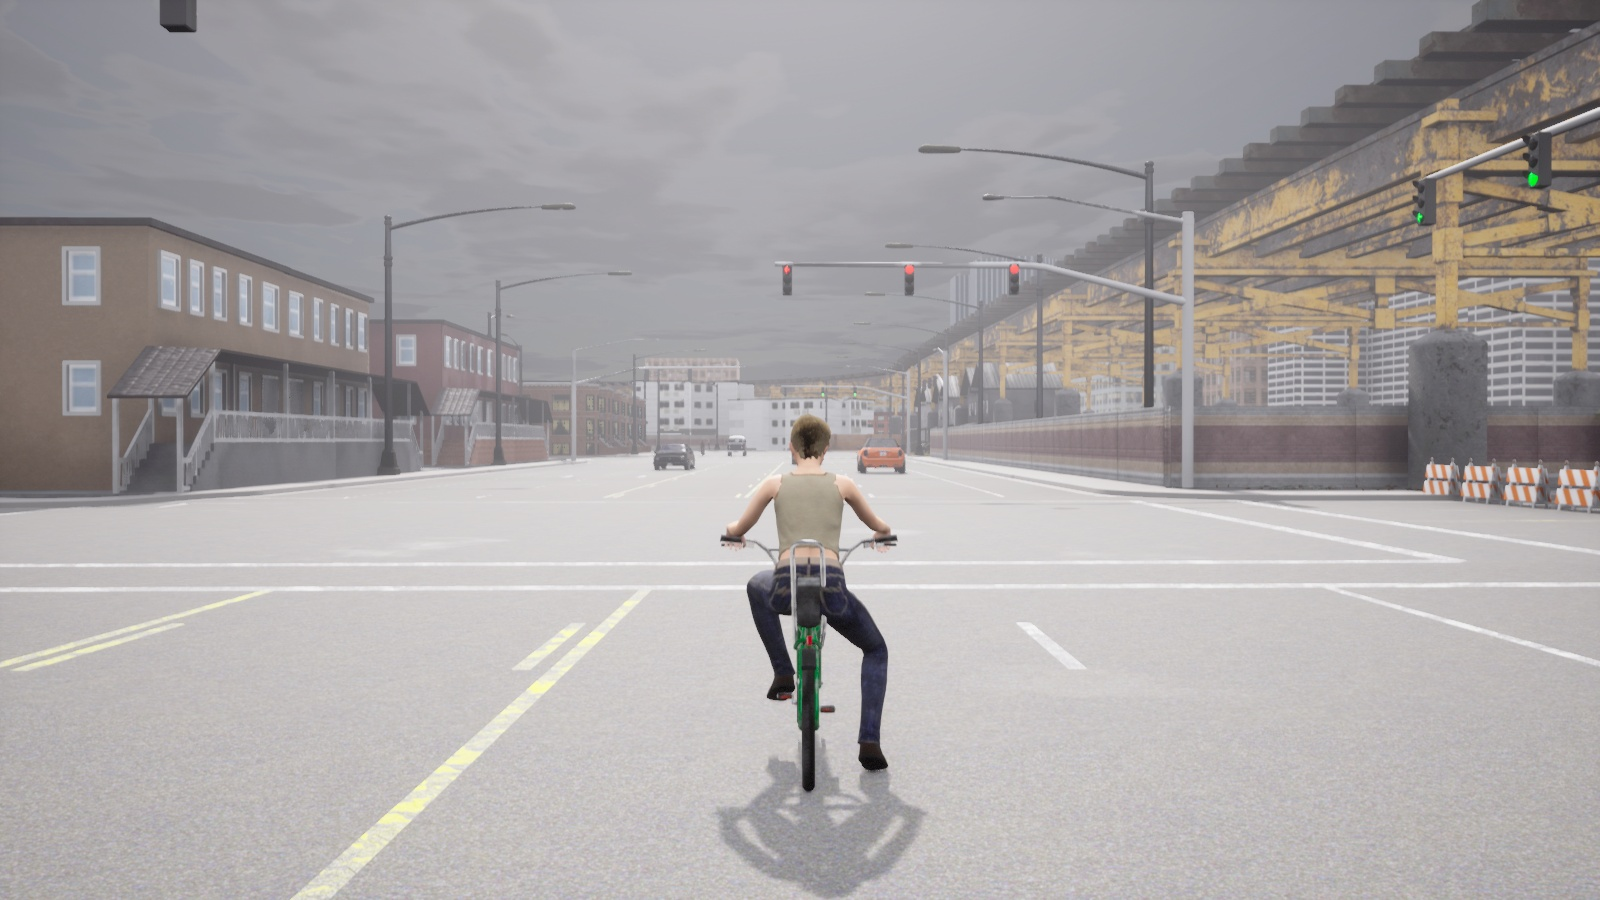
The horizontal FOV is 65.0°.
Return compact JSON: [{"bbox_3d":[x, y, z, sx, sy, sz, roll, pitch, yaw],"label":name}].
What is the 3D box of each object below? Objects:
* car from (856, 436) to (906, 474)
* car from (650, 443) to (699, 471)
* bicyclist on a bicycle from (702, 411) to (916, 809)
[{"bbox_3d":[3.834,0.211,60.070,2.097,1.767,4.553,0,0,0],"label":"car"},{"bbox_3d":[-6.632,0.349,66.636,2.033,1.411,5.357,0,0,0],"label":"car"},{"bbox_3d":[0.041,0.644,5.845,0.866,1.612,1.509,0,0,0],"label":"bicyclist on a bicycle"}]
